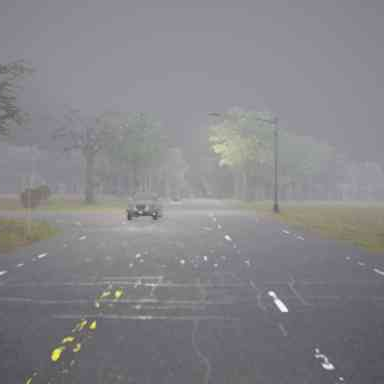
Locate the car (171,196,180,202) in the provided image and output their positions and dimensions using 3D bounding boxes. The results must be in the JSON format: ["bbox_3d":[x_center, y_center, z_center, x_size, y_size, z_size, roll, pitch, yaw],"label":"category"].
[{"bbox_3d":[-3.565,1.639,74.025,1.895,1.301,4.718,0,0,0],"label":"car"}]

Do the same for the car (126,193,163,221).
[{"bbox_3d":[-3.483,1.059,25.330,2.150,2.045,5.566,1,-1,0],"label":"car"}]
